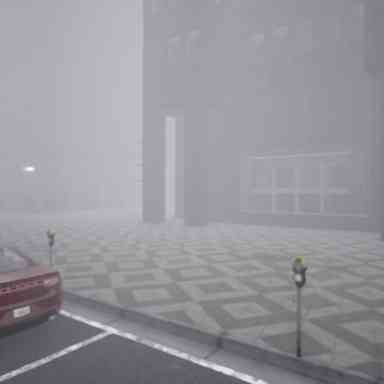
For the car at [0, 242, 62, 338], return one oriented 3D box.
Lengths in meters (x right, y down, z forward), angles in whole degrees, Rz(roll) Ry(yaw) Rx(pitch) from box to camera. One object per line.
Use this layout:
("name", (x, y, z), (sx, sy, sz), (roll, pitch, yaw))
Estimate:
("car", (-4.193, 1.542, 5.957), (4.507, 1.381, 1.887), (0, 0, 35))
